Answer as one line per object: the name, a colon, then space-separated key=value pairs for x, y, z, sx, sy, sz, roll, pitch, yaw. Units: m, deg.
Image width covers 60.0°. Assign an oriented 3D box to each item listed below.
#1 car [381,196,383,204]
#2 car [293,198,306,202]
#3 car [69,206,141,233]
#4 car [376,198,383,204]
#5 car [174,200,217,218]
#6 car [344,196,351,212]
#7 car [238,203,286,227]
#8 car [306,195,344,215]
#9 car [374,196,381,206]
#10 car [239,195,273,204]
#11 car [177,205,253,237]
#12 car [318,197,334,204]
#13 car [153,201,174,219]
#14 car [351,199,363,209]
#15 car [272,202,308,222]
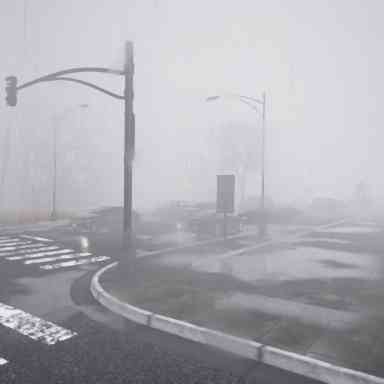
car: x=41.422 y=1.784 z=73.603 sx=2.192 sy=1.841 sz=5.009 roll=1 pitch=0 yaw=36
car: x=18.123 y=1.727 z=56.071 sx=1.752 sy=1.417 sz=4.829 roll=1 pitch=0 yaw=36
car: x=-5.086 y=1.564 z=20.139 sx=1.812 sy=1.442 sz=4.674 roll=1 pitch=0 yaw=36
car: x=44.708 y=2.047 z=78.075 sx=2.008 sy=1.369 sz=4.403 roll=1 pitch=0 yaw=36
car: x=0.919 y=1.591 z=28.301 sx=1.837 sy=1.490 sz=4.892 roll=1 pitch=0 yaw=36
car: x=18.441 y=1.721 z=42.272 sx=1.967 sy=1.590 sz=4.097 roll=1 pitch=0 yaw=36
car: x=4.718 y=1.737 z=23.483 sx=1.947 sy=1.339 sz=4.313 roll=1 pitch=0 yaw=36
car: x=15.180 y=1.569 z=37.780 sx=2.192 sy=1.841 sz=5.009 roll=1 pitch=0 yaw=36
car: x=34.943 y=1.941 z=64.796 sx=1.752 sy=1.417 sz=4.829 roll=1 pitch=0 yaw=36
car: x=7.163 y=1.358 z=36.772 sx=2.150 sy=2.045 sz=5.566 roll=1 pitch=0 yaw=36
car: x=1.470 y=1.696 z=19.067 sx=2.008 sy=1.369 sz=4.403 roll=1 pitch=0 yaw=36
car: x=28.090 y=1.849 z=69.623 sx=1.947 sy=1.339 sz=4.313 roll=1 pitch=0 yaw=36
car: x=-1.612 y=1.481 z=29.454 sx=1.967 sy=1.590 sz=4.097 roll=1 pitch=0 yaw=36
car: x=24.976 y=1.773 z=51.244 sx=1.967 sy=1.590 sz=4.097 roll=1 pitch=0 yaw=36
car: x=7.964 y=1.779 z=27.898 sx=1.802 sy=1.307 sz=4.206 roll=1 pitch=0 yaw=36
